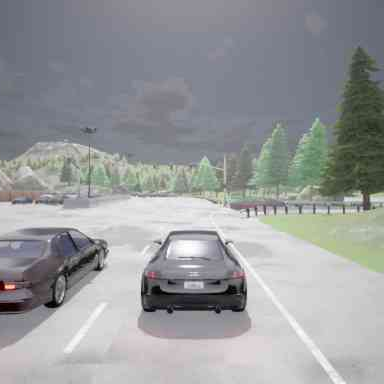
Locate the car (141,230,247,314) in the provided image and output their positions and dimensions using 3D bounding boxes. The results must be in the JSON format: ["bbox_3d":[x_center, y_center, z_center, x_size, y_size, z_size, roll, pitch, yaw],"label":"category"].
[{"bbox_3d":[0.035,1.563,7.694,1.994,1.385,4.181,0,0,0],"label":"car"}]

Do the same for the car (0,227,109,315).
[{"bbox_3d":[-3.464,1.547,7.846,2.033,1.411,5.357,0,0,0],"label":"car"}]

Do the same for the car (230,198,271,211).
[{"bbox_3d":[6.414,1.472,38.069,4.181,1.385,1.994,0,0,1],"label":"car"}]

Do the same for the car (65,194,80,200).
[{"bbox_3d":[-28.738,1.269,80.096,1.994,1.385,4.181,0,0,-1],"label":"car"}]

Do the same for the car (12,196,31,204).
[{"bbox_3d":[-28.552,1.387,56.132,1.994,1.385,4.181,0,0,0],"label":"car"}]

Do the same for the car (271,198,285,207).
[{"bbox_3d":[9.536,1.451,41.931,4.181,1.385,1.994,0,0,10],"label":"car"}]

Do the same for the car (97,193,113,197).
[{"bbox_3d":[-21.796,1.230,82.693,2.128,1.511,4.902,0,0,-1],"label":"car"}]

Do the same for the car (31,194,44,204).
[{"bbox_3d":[-25.062,1.385,56.613,1.994,1.385,4.181,0,0,0],"label":"car"}]

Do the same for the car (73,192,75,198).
[{"bbox_3d":[-25.100,0.998,67.323,2.150,2.045,5.566,0,0,-1],"label":"car"}]

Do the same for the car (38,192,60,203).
[{"bbox_3d":[-28.594,1.001,66.662,2.150,2.045,5.566,0,0,-1],"label":"car"}]

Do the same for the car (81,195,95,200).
[{"bbox_3d":[-25.253,1.308,80.831,1.895,1.301,4.718,0,0,-1],"label":"car"}]

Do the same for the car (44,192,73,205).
[{"bbox_3d":[-21.553,1.187,53.885,2.097,1.767,4.553,0,0,0],"label":"car"}]

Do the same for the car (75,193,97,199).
[{"bbox_3d":[-21.607,1.295,68.043,2.128,1.511,4.902,0,0,-1],"label":"car"}]
